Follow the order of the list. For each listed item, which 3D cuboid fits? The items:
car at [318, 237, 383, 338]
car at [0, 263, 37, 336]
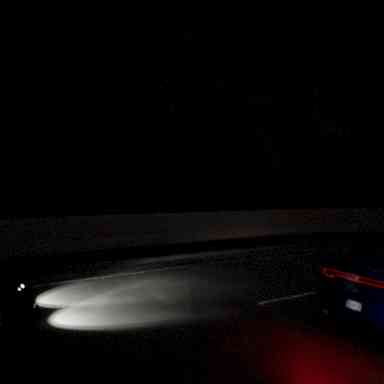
[{"bbox_3d":[4.514,1.463,5.853,5.008,1.535,1.882,0,0,-27],"label":"car"},{"bbox_3d":[-4.559,1.520,4.786,4.181,1.385,1.994,0,0,-36],"label":"car"}]
